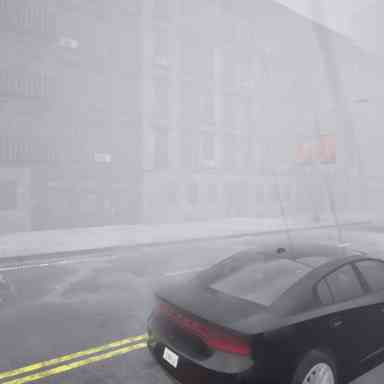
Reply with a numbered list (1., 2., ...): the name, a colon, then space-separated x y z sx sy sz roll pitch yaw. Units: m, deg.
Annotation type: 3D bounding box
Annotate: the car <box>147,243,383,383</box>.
1. car: 1.815 1.477 4.720 5.008 1.535 1.882 0 0 -35
